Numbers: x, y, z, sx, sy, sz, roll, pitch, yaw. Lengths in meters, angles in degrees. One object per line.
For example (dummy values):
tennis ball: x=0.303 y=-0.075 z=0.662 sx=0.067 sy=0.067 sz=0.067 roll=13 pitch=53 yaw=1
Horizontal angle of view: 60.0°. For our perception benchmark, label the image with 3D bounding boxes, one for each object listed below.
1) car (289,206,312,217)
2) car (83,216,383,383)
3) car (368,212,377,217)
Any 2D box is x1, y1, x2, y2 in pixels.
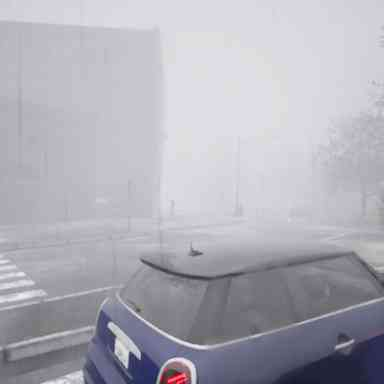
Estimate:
car: x=13.307 y=2.419 z=40.721 sx=1.882 sy=1.535 sz=5.008 roll=1 pitch=-3 yaw=31
car: x=1.201 y=1.343 z=3.921 sx=4.553 sy=1.767 sz=2.097 roll=0 pitch=0 yaw=-33
car: x=29.351 y=3.477 z=50.554 sx=4.902 sy=1.511 sz=2.128 roll=3 pitch=-2 yaw=-1
